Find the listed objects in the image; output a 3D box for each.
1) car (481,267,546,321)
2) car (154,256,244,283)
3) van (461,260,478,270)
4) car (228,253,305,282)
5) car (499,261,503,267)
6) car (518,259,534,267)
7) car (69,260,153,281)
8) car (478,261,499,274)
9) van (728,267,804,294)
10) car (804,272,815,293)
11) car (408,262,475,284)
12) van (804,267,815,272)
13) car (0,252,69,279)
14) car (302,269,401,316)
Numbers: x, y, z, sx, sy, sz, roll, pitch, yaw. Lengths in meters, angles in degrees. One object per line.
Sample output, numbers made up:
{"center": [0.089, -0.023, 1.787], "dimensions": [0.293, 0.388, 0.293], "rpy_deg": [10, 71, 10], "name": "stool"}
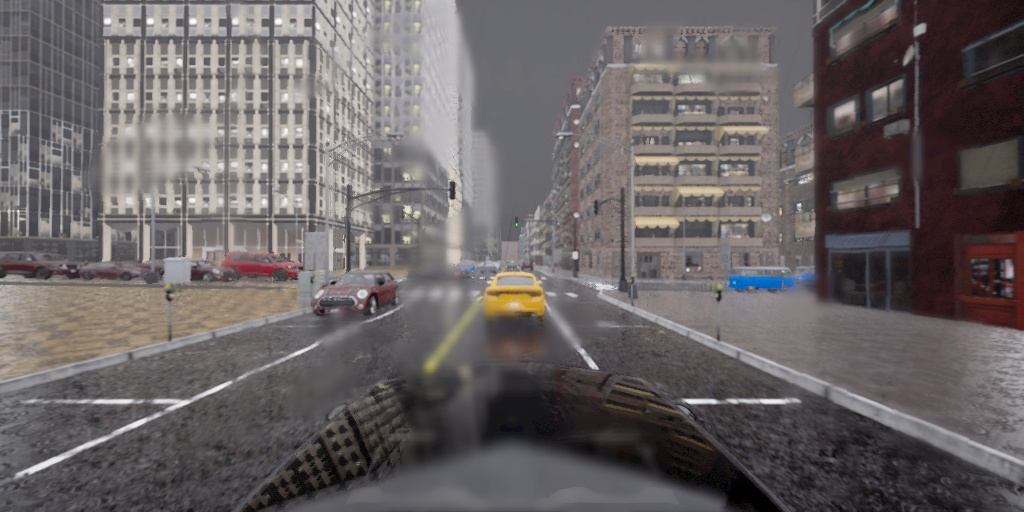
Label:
{"center": [0.102, 1.315, 12.884], "dimensions": [1.882, 1.535, 5.008], "rpy_deg": [0, 0, 0], "name": "car"}
{"center": [-21.143, 0.996, 24.354], "dimensions": [4.097, 1.591, 1.967], "rpy_deg": [0, 0, 0], "name": "car"}
{"center": [-5.682, 1.445, 46.055], "dimensions": [1.690, 1.789, 3.998], "rpy_deg": [0, 0, 0], "name": "van"}
{"center": [-18.503, 0.844, 26.956], "dimensions": [5.566, 2.045, 2.150], "rpy_deg": [1, 0, 0], "name": "car"}
{"center": [-3.029, 1.771, 63.010], "dimensions": [1.812, 1.442, 4.674], "rpy_deg": [0, 0, 1], "name": "car"}
{"center": [2.701, 1.558, 62.707], "dimensions": [2.192, 1.841, 5.009], "rpy_deg": [0, 0, 0], "name": "car"}
{"center": [-26.717, 1.030, 24.343], "dimensions": [4.207, 1.307, 1.802], "rpy_deg": [0, 0, 0], "name": "car"}
{"center": [-3.074, 1.637, 46.961], "dimensions": [1.812, 1.442, 4.674], "rpy_deg": [0, 0, 0], "name": "car"}
{"center": [16.917, 1.630, 24.291], "dimensions": [3.998, 1.789, 1.690], "rpy_deg": [0, 0, 0], "name": "van"}
{"center": [22.456, 1.963, 24.472], "dimensions": [4.313, 1.339, 1.948], "rpy_deg": [0, 0, 0], "name": "car"}
{"center": [-5.818, 1.426, 28.742], "dimensions": [5.357, 1.411, 2.033], "rpy_deg": [1, -1, 30], "name": "car"}
{"center": [27.925, 1.896, 32.831], "dimensions": [3.998, 1.789, 1.690], "rpy_deg": [0, 0, 0], "name": "van"}
{"center": [-32.291, 0.656, 24.333], "dimensions": [5.009, 1.841, 2.192], "rpy_deg": [0, 0, 0], "name": "car"}
{"center": [-5.688, 1.283, 13.582], "dimensions": [1.967, 1.591, 4.097], "rpy_deg": [0, 0, 0], "name": "car"}
